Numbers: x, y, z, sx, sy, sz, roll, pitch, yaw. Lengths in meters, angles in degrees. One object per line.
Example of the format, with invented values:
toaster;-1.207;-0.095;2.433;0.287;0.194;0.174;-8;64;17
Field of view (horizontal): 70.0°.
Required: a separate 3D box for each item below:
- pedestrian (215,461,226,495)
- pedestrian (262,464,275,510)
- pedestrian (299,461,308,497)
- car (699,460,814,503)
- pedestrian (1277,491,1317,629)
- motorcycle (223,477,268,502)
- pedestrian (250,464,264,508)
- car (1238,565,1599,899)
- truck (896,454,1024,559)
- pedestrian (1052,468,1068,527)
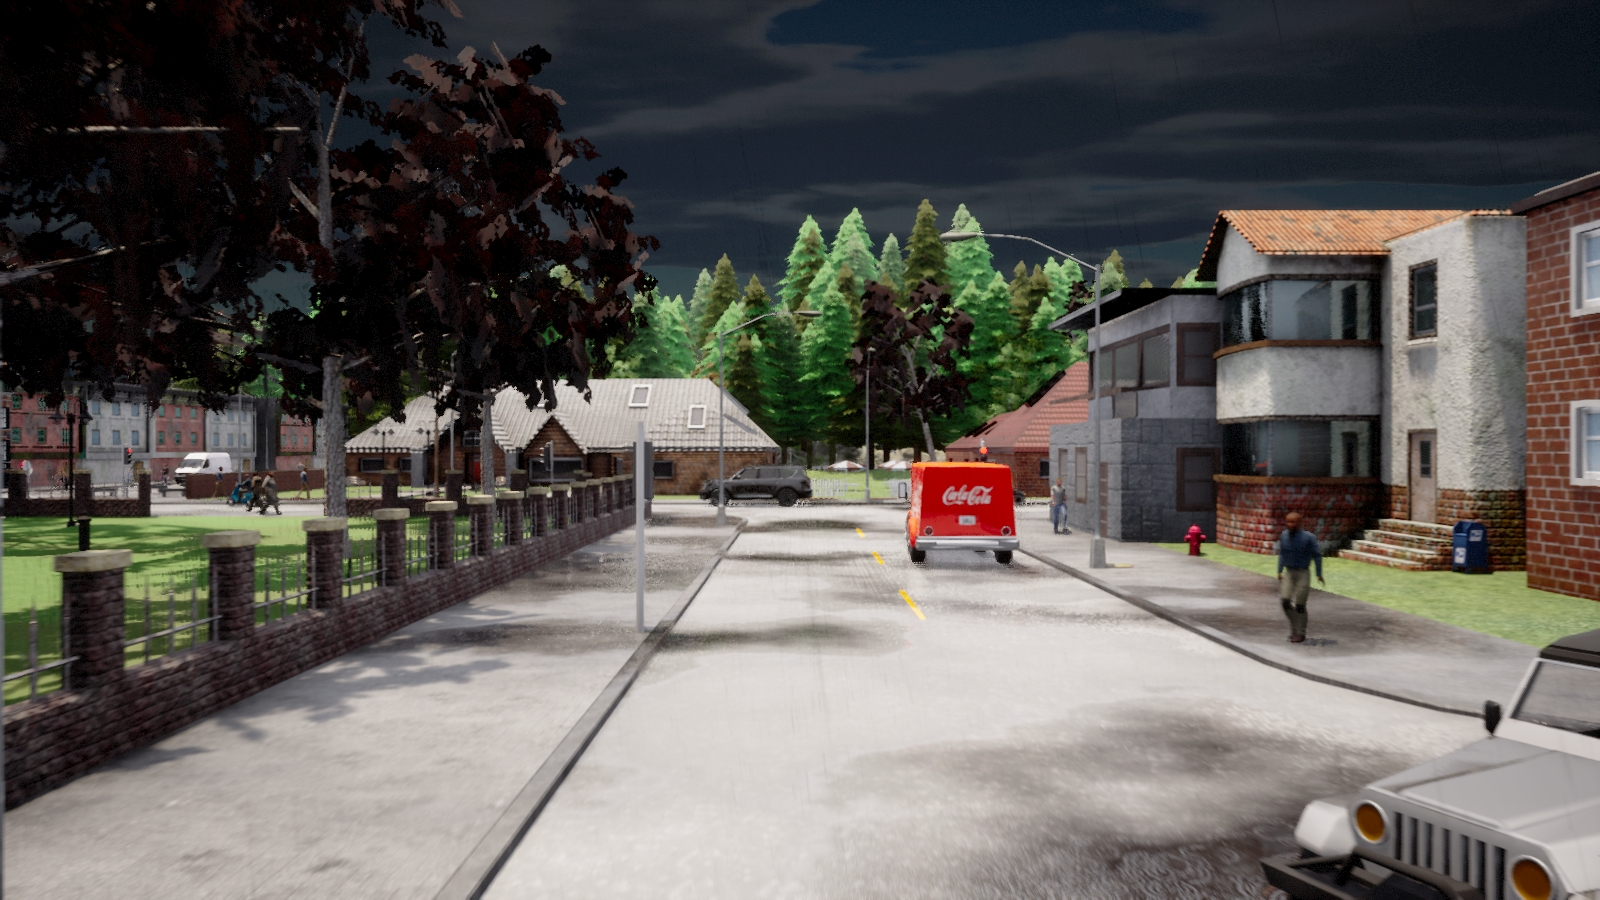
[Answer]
pedestrian;-31.348;1.509;61.805;0.375;1.860;0.375;0;0;-1
pedestrian;-21.913;1.519;47.137;0.375;1.860;0.375;0;0;0
pedestrian;-26.120;1.515;60.134;0.375;1.860;0.375;0;0;-11
car;-2.095;1.551;56.483;5.566;2.045;2.150;0;0;0
pedestrian;6.882;1.513;15.825;0.375;1.860;0.375;0;0;-36
motorcycle;-27.421;1.955;56.500;1.805;1.236;0.856;0;0;0
pedestrian;-22.987;1.517;48.387;0.375;1.860;0.375;0;0;8
car;4.431;1.638;5.765;3.866;1.878;1.905;0;0;-21
truck;3.989;1.343;29.608;2.627;2.467;5.204;0;0;0
pedestrian;8.275;1.513;36.384;0.375;1.860;0.375;0;0;-9
